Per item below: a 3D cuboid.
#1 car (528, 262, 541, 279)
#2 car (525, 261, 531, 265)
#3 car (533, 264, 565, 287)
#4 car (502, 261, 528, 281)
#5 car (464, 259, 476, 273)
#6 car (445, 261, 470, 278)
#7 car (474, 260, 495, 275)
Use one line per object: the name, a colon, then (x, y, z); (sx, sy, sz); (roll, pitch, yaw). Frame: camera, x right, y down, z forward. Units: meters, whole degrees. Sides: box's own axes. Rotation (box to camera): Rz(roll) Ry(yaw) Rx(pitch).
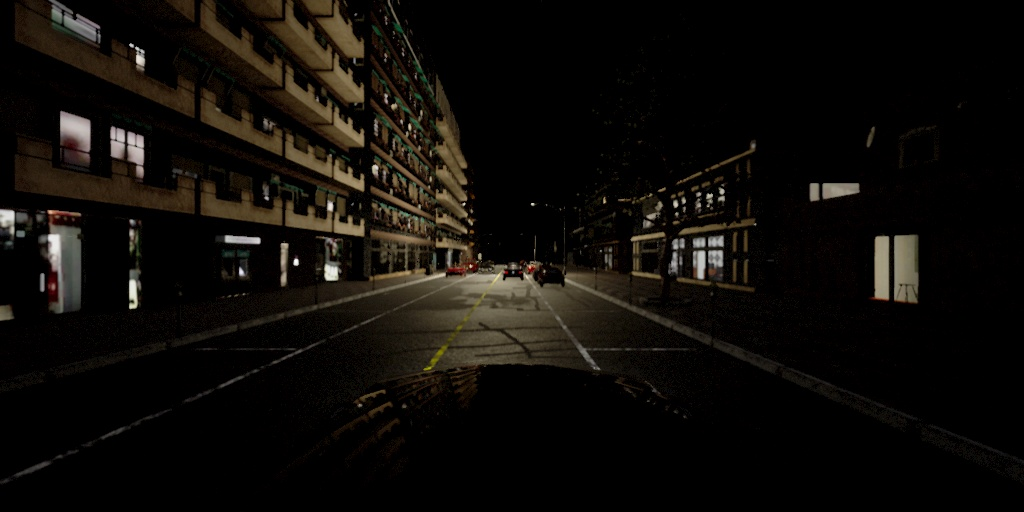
car: (2.709, 1.454, 30.908); (1.948, 1.339, 4.313); (0, 0, 0)
car: (2.715, 1.389, 42.300); (1.967, 1.591, 4.097); (0, 0, 0)
car: (2.705, 1.441, 25.211); (1.802, 1.307, 4.207); (0, 0, 0)
car: (0.114, 1.444, 32.526); (2.033, 1.411, 5.357); (0, 0, 0)
car: (-5.662, 1.296, 48.005); (2.192, 1.841, 5.009); (0, 0, 0)
car: (-5.669, 1.501, 36.612); (1.802, 1.307, 4.207); (0, 0, 0)
car: (-3.069, 1.461, 43.327); (1.837, 1.490, 4.892); (0, -1, 0)
